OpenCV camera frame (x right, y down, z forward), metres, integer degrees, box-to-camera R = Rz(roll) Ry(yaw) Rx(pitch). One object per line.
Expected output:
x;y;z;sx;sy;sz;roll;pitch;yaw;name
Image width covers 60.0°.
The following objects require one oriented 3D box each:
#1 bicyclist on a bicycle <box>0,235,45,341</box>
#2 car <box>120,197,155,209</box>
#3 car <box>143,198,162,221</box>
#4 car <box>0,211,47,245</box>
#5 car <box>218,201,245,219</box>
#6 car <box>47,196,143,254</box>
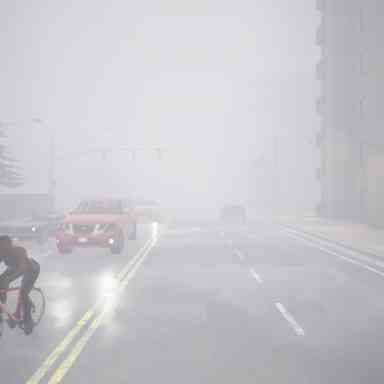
-2.684;1.446;4.942;0.582;1.620;1.656;1;1;10;bicyclist on a bicycle
-7.538;1.478;45.801;5.008;1.535;1.882;0;0;38;car
-3.635;1.351;27.257;2.097;1.767;4.553;0;0;0;car
-7.156;1.601;15.644;1.895;1.301;4.718;0;0;0;car
3.358;1.478;28.811;1.882;1.535;5.008;0;0;0;car
-3.651;1.220;13.836;2.150;2.045;5.566;0;0;0;car
